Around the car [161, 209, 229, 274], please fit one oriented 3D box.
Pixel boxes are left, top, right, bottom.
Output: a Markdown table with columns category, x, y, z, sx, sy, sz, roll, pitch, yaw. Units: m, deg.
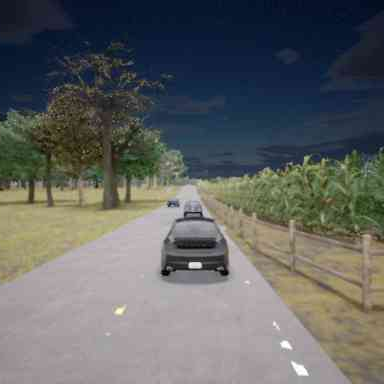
| category | x | y | z | sx | sy | sz | roll | pitch | yaw |
| --- | --- | --- | --- | --- | --- | --- | --- | --- | --- |
| car | 0.085 | 1.531 | 10.576 | 1.837 | 1.490 | 4.892 | 0 | 0 | 0 |

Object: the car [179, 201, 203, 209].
| category | x | y | z | sx | sy | sz | roll | pitch | yaw |
| --- | --- | --- | --- | --- | --- | --- | --- | --- | --- |
| car | 0.103 | 1.573 | 32.610 | 2.033 | 1.411 | 5.357 | 0 | 0 | 0 |

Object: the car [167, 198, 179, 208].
| category | x | y | z | sx | sy | sz | roll | pitch | yaw |
| --- | --- | --- | --- | --- | --- | --- | --- | --- | --- |
| car | -2.750 | 1.545 | 49.890 | 2.033 | 1.411 | 5.357 | 0 | 0 | 0 |
